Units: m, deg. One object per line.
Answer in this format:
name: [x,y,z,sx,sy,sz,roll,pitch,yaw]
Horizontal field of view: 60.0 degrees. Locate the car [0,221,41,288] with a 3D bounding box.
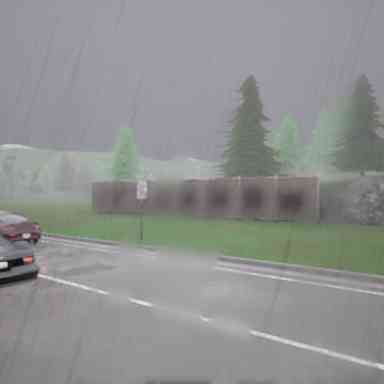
car: [-5.958,1.548,8.259,5.357,1.411,2.033,0,0,36]

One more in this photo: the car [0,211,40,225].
car: [-8.287,1.527,14.251,4.674,1.442,1.812,0,0,36]
